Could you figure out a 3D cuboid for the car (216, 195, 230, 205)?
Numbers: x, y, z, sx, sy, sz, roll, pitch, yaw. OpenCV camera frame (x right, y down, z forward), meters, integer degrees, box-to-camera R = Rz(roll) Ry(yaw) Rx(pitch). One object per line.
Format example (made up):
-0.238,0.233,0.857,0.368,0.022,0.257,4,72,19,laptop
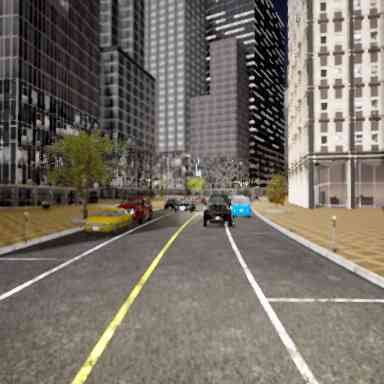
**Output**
5.297,1.373,55.865,1.882,1.535,5.008,0,0,11,car

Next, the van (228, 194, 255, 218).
4.231,1.284,29.095,1.690,1.788,3.998,1,0,6,van

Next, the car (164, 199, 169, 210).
-2.316,1.499,41.883,1.947,1.339,4.313,1,0,8,car

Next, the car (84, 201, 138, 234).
-4.647,1.493,18.986,1.752,1.417,4.829,1,0,3,car

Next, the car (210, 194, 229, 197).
2.699,1.162,32.721,2.150,2.045,5.566,0,0,6,car

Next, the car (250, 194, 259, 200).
17.201,1.371,91.514,1.887,1.381,4.507,1,0,18,car

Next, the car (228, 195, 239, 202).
9.295,1.407,73.858,1.895,1.301,4.718,0,0,15,car

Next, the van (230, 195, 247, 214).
4.872,1.272,34.923,1.690,1.788,3.998,1,0,7,van

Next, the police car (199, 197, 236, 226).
1.765,1.382,22.915,1.930,1.638,5.238,0,0,4,police car

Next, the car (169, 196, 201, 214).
-0.668,1.431,35.084,2.128,1.511,4.902,0,0,7,car

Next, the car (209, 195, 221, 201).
5.622,1.445,80.638,1.947,1.339,4.313,1,0,15,car

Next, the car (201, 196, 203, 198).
1.645,1.480,64.279,1.802,1.307,4.206,1,0,12,car

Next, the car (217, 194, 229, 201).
7.096,1.280,76.255,2.033,1.411,5.357,0,0,14,car

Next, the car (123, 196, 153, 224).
-4.213,1.274,24.806,2.192,1.841,5.009,1,0,5,car

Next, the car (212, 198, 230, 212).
3.413,1.453,38.605,1.812,1.442,4.674,0,0,7,car

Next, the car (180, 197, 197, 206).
-0.535,1.481,53.144,1.947,1.339,4.313,1,0,10,car

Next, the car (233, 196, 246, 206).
7.512,1.419,52.598,1.752,1.417,4.829,1,0,10,car
